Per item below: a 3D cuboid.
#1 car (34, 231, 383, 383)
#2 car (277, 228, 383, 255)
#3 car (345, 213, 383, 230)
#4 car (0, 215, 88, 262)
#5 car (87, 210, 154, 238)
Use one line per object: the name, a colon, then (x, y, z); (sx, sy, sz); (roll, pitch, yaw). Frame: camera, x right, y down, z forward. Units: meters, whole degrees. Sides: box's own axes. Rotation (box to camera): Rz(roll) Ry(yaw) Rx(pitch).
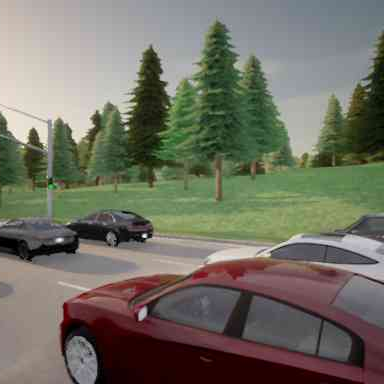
car: (0.597, 1.487, 3.566); (5.008, 1.535, 1.882); (0, 0, 36)
car: (2.375, 1.537, 6.595); (4.674, 1.442, 1.812); (0, 0, 36)
car: (5.062, 1.357, 8.978); (4.553, 1.767, 2.097); (-1, 0, 36)
car: (-6.191, 1.642, 12.665); (4.181, 1.385, 1.994); (0, 0, 36)
car: (-3.934, 1.582, 15.351); (4.892, 1.490, 1.837); (0, 0, 36)
